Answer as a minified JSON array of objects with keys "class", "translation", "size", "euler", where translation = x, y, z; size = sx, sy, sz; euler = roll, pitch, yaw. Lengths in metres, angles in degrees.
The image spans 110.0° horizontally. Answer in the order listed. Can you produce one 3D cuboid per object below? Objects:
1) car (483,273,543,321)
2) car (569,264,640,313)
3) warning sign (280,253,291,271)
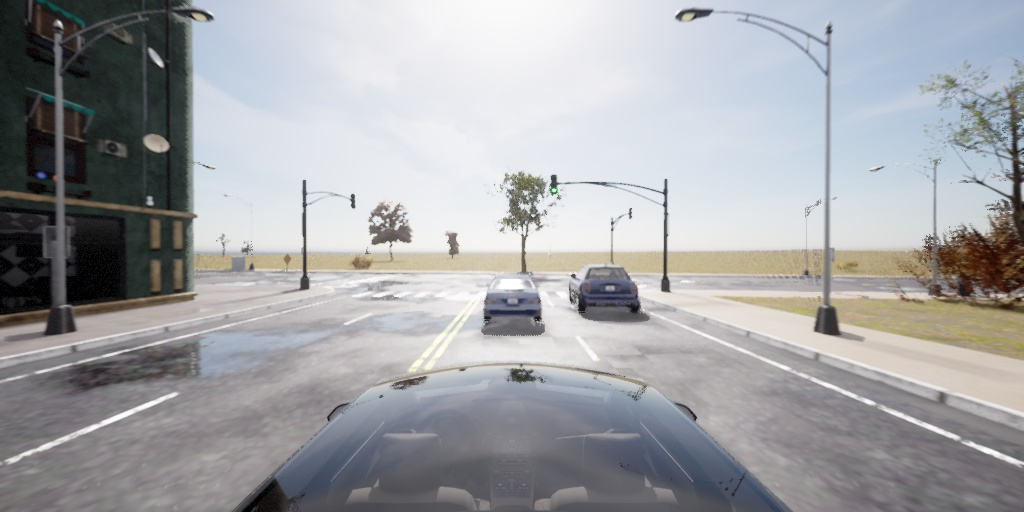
[{"class":"car","translation":[0.014,1.299,12.481],"size":[2.033,1.411,5.357],"euler":[0,0,0]},{"class":"car","translation":[3.456,1.104,14.209],"size":[2.097,1.767,4.553],"euler":[0,0,4]},{"class":"warning sign","translation":[-23.469,0.601,37.443],"size":[1.060,1.860,1.300],"euler":[0,0,1]}]
